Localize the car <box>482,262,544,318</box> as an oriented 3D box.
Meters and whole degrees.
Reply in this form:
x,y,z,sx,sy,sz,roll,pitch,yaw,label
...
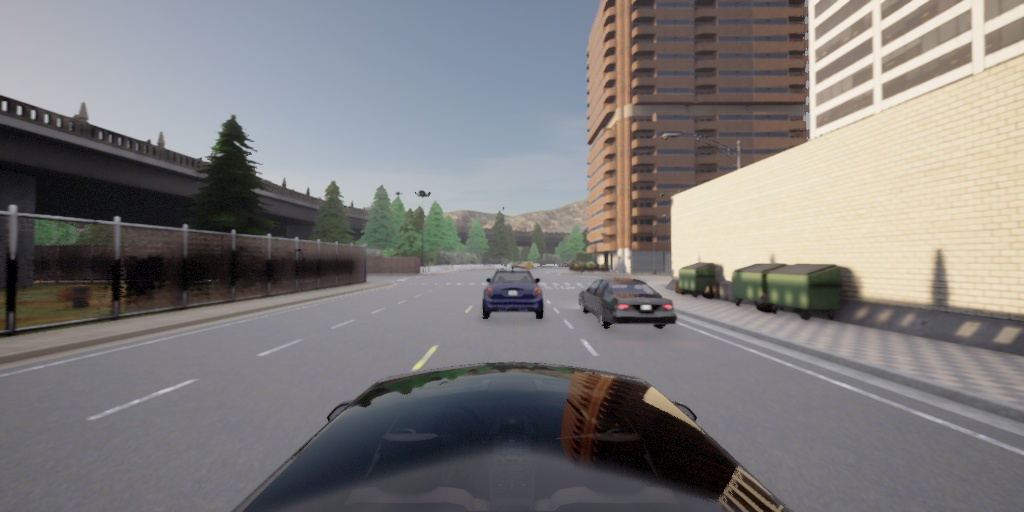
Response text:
x,y,z,sx,sy,sz,roll,pitch,yaw,label
0.047,1.255,13.887,2.097,1.767,4.553,0,-1,1,car

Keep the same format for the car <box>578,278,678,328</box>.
x,y,z,sx,sy,sz,roll,pitch,yaw,label
3.526,1.426,11.892,2.033,1.411,5.357,0,-1,1,car
